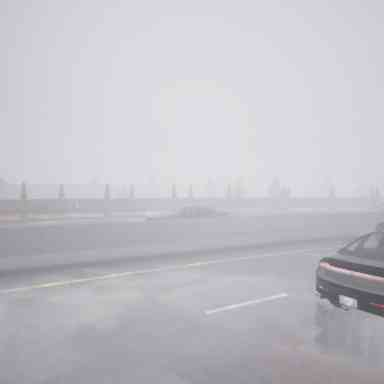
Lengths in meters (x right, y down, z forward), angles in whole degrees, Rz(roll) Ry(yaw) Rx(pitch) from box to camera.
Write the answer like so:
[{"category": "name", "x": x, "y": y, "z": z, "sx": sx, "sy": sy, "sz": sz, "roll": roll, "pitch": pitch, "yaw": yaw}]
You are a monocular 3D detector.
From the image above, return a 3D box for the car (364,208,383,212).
[{"category": "car", "x": 9.191, "y": 1.475, "z": 12.807, "sx": 4.892, "sy": 1.490, "sz": 1.837, "roll": 0, "pitch": 0, "yaw": -26}]

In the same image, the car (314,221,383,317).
[{"category": "car", "x": 4.495, "y": 1.476, "z": 6.367, "sx": 4.902, "sy": 1.511, "sz": 2.128, "roll": 0, "pitch": 0, "yaw": -31}]

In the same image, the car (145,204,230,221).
[{"category": "car", "x": -0.155, "y": 1.466, "z": 20.061, "sx": 5.357, "sy": 1.411, "sz": 2.033, "roll": 0, "pitch": 0, "yaw": -28}]

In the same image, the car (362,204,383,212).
[{"category": "car", "x": 13.209, "y": 1.506, "z": 22.377, "sx": 4.181, "sy": 1.385, "sz": 1.994, "roll": 0, "pitch": 0, "yaw": -21}]
